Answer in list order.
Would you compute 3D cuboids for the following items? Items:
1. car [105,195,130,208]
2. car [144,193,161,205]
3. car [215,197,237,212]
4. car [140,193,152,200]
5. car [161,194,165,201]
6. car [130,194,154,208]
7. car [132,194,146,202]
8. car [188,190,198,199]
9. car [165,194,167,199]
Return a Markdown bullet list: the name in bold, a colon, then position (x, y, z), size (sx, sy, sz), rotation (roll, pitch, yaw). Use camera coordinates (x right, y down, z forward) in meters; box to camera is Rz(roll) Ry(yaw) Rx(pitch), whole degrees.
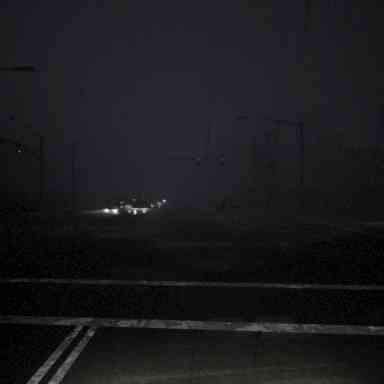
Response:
- **car**: position (-10.400, 1.369, 45.410), size (2.128, 1.511, 4.902), rotation (0, 1, 1)
- **car**: position (-6.849, 1.305, 55.253), size (2.033, 1.411, 5.357), rotation (0, 1, 0)
- **car**: position (3.705, 1.297, 37.342), size (2.097, 1.767, 4.553), rotation (0, 0, 0)
- **car**: position (-10.289, 0.948, 75.174), size (2.033, 1.411, 5.357), rotation (0, 1, 0)
- **car**: position (-6.819, 1.210, 64.830), size (1.895, 1.301, 4.718), rotation (0, 1, 0)
- **car**: position (-6.898, 1.431, 46.022), size (1.994, 1.385, 4.181), rotation (0, 1, 1)
- **car**: position (-10.320, 1.179, 64.556), size (1.994, 1.385, 4.181), rotation (0, 1, 0)
- **car**: position (0.215, 0.604, 76.582), size (2.150, 2.045, 5.566), rotation (0, 1, 0)
- **car**: position (-6.789, 1.003, 75.178), size (1.895, 1.301, 4.718), rotation (0, 1, 0)
